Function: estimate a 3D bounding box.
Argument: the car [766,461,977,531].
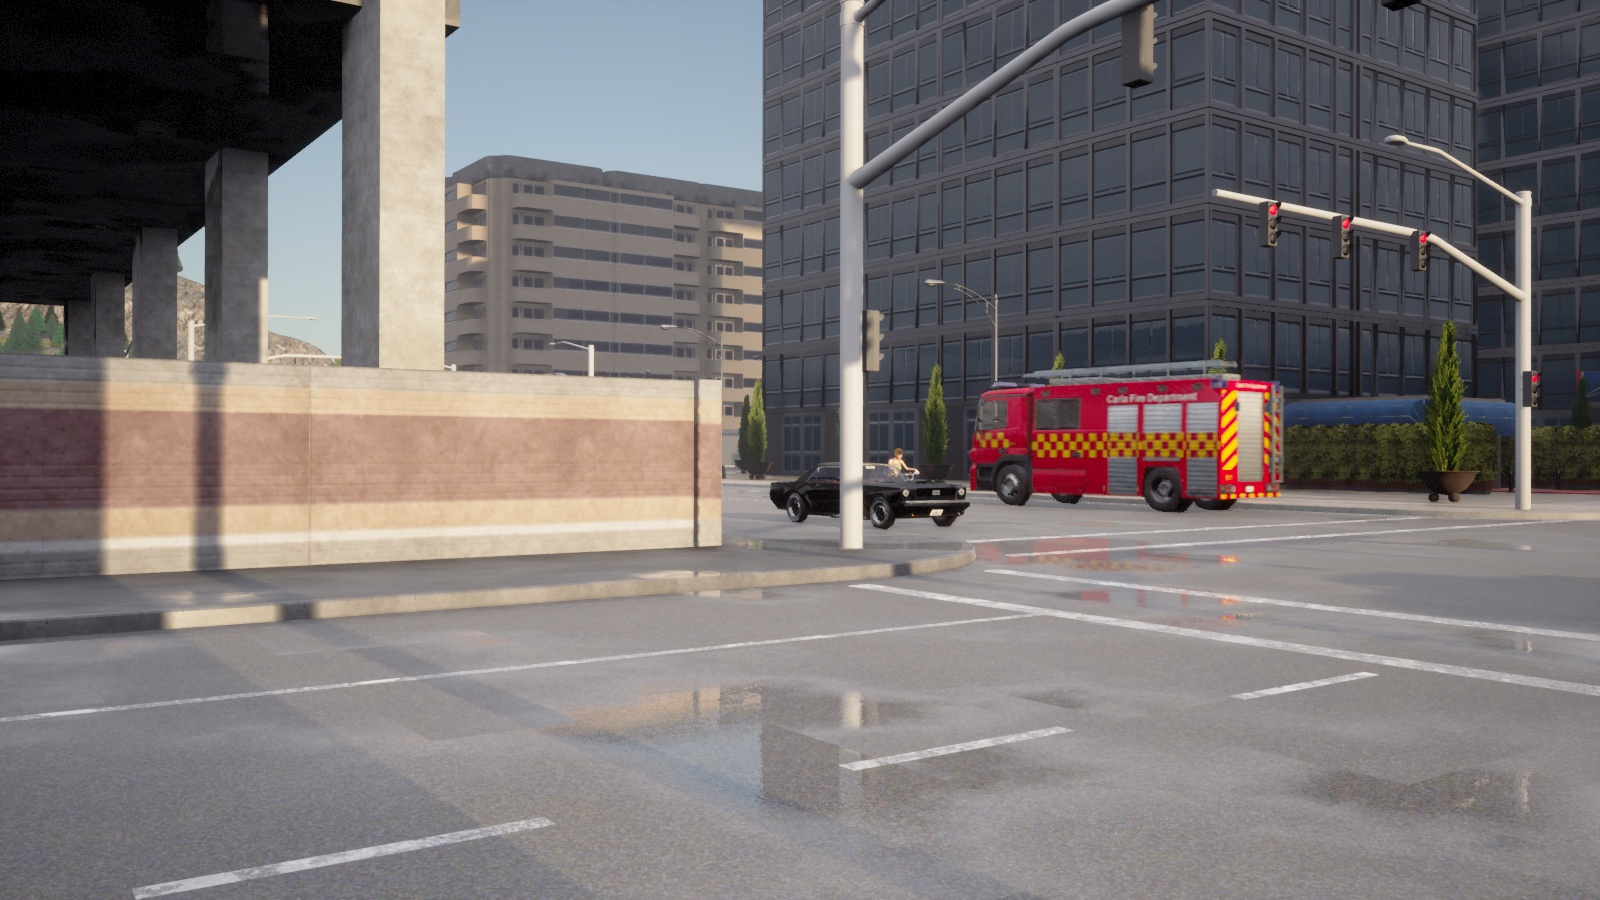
[{"bbox_3d":[1.379,0.907,26.381,1.895,1.301,4.718,0,0,-35],"label":"car"}]

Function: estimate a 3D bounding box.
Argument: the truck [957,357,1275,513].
[{"bbox_3d":[8.455,-0.353,34.809,2.891,3.827,8.468,0,0,-40],"label":"truck"}]
